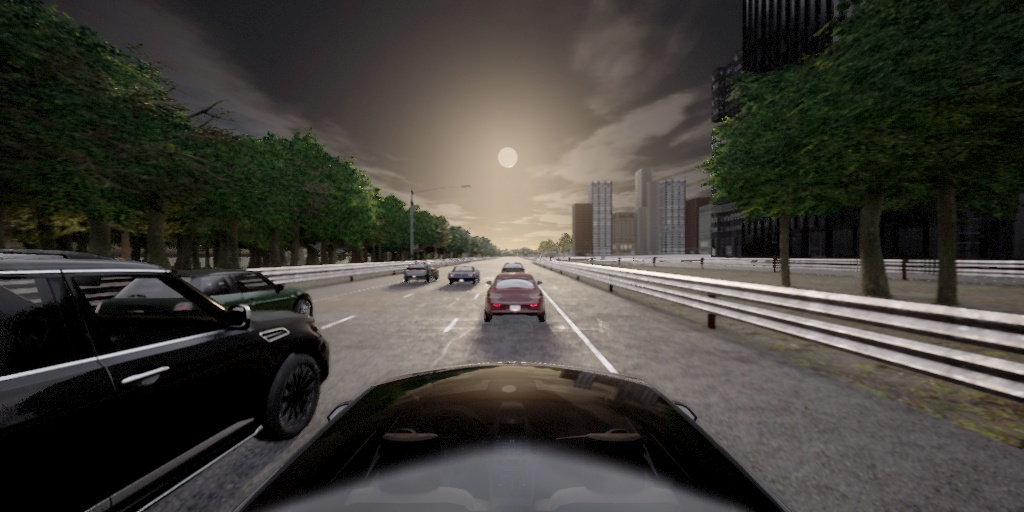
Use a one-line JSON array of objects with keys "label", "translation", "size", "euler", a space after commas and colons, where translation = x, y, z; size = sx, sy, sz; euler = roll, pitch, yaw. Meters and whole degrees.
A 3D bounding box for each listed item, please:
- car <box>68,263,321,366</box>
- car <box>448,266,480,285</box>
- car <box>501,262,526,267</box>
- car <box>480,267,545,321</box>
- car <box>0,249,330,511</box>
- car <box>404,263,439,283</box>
[{"label": "car", "translation": [-6.901, 1.101, 8.704], "size": [2.097, 1.767, 4.553], "euler": [0, 0, 0]}, {"label": "car", "translation": [-3.406, 1.354, 26.388], "size": [1.895, 1.301, 4.718], "euler": [0, 0, 0]}, {"label": "car", "translation": [0.094, 1.232, 29.327], "size": [1.882, 1.535, 5.008], "euler": [0, 0, 0]}, {"label": "car", "translation": [0.084, 1.277, 12.258], "size": [1.812, 1.442, 4.674], "euler": [0, 0, 0]}, {"label": "car", "translation": [-3.399, 0.971, 2.207], "size": [2.150, 2.045, 5.566], "euler": [0, 0, 0]}, {"label": "car", "translation": [-6.906, 1.245, 27.745], "size": [2.128, 1.511, 4.902], "euler": [0, 0, 0]}]
